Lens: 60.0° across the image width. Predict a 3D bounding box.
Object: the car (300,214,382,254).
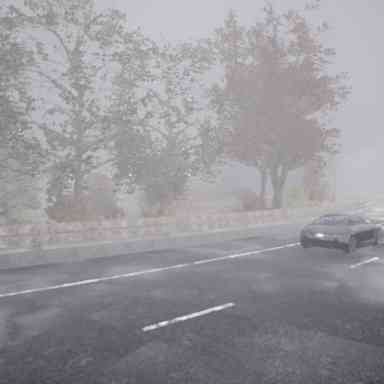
[{"bbox_3d":[6.253,1.588,13.807,4.181,1.385,1.994,0,0,-43],"label":"car"}]
